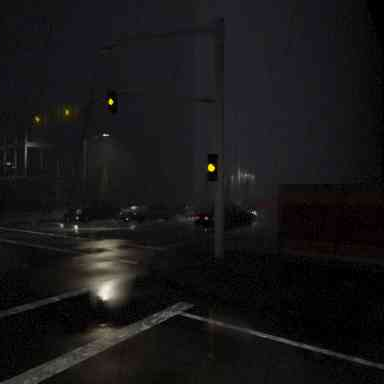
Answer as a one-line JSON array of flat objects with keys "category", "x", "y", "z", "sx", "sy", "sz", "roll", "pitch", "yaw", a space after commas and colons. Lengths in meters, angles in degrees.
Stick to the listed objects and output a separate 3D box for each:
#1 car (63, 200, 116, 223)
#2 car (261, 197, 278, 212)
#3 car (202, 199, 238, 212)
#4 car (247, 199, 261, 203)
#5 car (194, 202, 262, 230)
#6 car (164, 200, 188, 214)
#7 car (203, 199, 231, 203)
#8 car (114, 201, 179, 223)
[{"category": "car", "x": -7.689, "y": 1.407, "z": 25.973, "sx": 2.097, "sy": 1.767, "sz": 4.553, "roll": 0, "pitch": 0, "yaw": 36}, {"category": "car", "x": 10.245, "y": 1.408, "z": 38.689, "sx": 2.097, "sy": 1.767, "sz": 4.553, "roll": 0, "pitch": 0, "yaw": 36}, {"category": "car", "x": 3.576, "y": 1.603, "z": 41.729, "sx": 2.033, "sy": 1.411, "sz": 5.357, "roll": 0, "pitch": 0, "yaw": 35}, {"category": "car", "x": 8.054, "y": 1.581, "z": 41.953, "sx": 1.812, "sy": 1.442, "sz": 4.674, "roll": 0, "pitch": 0, "yaw": 36}, {"category": "car", "x": 2.304, "y": 1.603, "z": 21.557, "sx": 2.033, "sy": 1.411, "sz": 5.357, "roll": 0, "pitch": 0, "yaw": 36}, {"category": "car", "x": -2.376, "y": 1.560, "z": 33.408, "sx": 1.837, "sy": 1.490, "sz": 4.892, "roll": 0, "pitch": 0, "yaw": 36}, {"category": "car", "x": 2.088, "y": 1.533, "z": 33.631, "sx": 1.882, "sy": 1.535, "sz": 5.008, "roll": 0, "pitch": 0, "yaw": 35}, {"category": "car", "x": -3.424, "y": 1.656, "z": 25.925, "sx": 1.895, "sy": 1.301, "sz": 4.718, "roll": 0, "pitch": 0, "yaw": 36}]
